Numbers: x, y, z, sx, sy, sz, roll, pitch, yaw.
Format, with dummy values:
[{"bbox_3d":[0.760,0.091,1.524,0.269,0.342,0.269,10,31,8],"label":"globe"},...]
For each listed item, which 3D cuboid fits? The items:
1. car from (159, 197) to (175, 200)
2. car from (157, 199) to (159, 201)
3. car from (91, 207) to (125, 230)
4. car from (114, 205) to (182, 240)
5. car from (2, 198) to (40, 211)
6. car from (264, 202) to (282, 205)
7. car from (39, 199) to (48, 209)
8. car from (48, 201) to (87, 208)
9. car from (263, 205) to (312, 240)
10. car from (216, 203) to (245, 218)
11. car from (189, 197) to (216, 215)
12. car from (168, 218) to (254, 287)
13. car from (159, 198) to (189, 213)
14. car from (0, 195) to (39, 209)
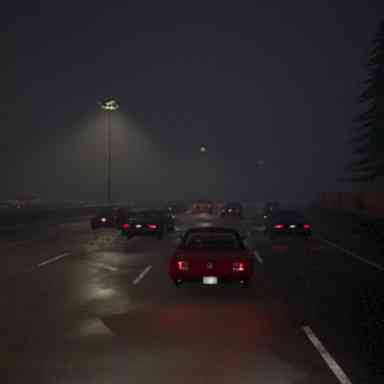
[{"bbox_3d":[-5.062,1.865,77.729,1.812,1.442,4.674,0,0,27],"label":"car"},{"bbox_3d":[-6.849,1.869,81.823,1.812,1.442,4.674,0,0,27],"label":"car"},{"bbox_3d":[-4.988,1.659,21.917,1.994,1.385,4.181,0,0,9],"label":"car"},{"bbox_3d":[-2.111,1.626,17.682,2.033,1.411,5.357,0,0,7],"label":"car"},{"bbox_3d":[-19.542,1.768,39.385,1.895,1.301,4.718,0,0,14],"label":"car"},{"bbox_3d":[8.802,1.730,36.316,1.994,1.385,4.181,0,0,15],"label":"car"},{"bbox_3d":[-15.779,1.735,39.898,1.994,1.385,4.181,0,0,15],"label":"car"},{"bbox_3d":[-13.071,1.757,36.355,1.895,1.301,4.718,0,0,13],"label":"car"},{"bbox_3d":[4.928,1.629,17.613,2.033,1.411,5.357,0,0,8],"label":"car"},{"bbox_3d":[3.874,1.689,31.257,2.033,1.411,5.357,0,0,13],"label":"car"},{"bbox_3d":[1.507,1.516,36.108,2.097,1.767,4.553,0,0,14],"label":"car"},{"bbox_3d":[0.577,1.644,9.451,1.895,1.301,4.718,0,0,4],"label":"car"},{"bbox_3d":[-1.844,1.729,37.149,1.994,1.385,4.181,0,0,14],"label":"car"},{"bbox_3d":[-22.157,1.403,43.253,2.150,2.045,5.566,0,0,15],"label":"car"}]
